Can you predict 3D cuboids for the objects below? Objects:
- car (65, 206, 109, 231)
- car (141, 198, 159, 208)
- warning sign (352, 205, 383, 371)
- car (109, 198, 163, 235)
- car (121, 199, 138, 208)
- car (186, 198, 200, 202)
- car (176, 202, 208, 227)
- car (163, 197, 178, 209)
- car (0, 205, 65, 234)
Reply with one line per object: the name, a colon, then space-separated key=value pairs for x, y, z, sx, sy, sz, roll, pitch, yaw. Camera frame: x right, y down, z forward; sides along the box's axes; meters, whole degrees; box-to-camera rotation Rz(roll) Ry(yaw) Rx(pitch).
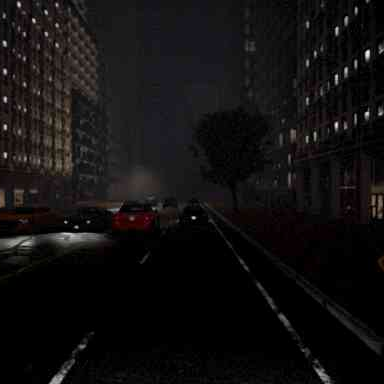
car: x=-6.535 y=1.623 z=21.534 sx=2.033 sy=1.411 sz=5.357 roll=0 pitch=0 yaw=1
car: x=-6.538 y=1.678 z=52.533 sx=2.128 sy=1.511 sz=4.902 roll=0 pitch=0 yaw=0
warning sign: x=2.867 y=1.131 z=4.028 sx=1.300 sy=1.860 sz=1.060 roll=1 pitch=1 yaw=0
car: x=-3.139 y=1.420 z=19.533 sx=2.097 sy=1.767 sz=4.553 roll=0 pitch=0 yaw=0
car: x=-9.790 y=1.788 z=52.433 sx=1.895 sy=1.301 sz=4.718 roll=0 pitch=0 yaw=0
car: x=0.131 y=1.693 z=52.353 sx=1.837 sy=1.490 sz=4.892 roll=0 pitch=0 yaw=0
car: x=0.114 y=1.649 z=23.449 sx=1.994 sy=1.385 sz=4.181 roll=0 pitch=0 yaw=0
car: x=-3.115 y=1.525 z=48.461 sx=2.097 sy=1.767 sz=4.553 roll=0 pitch=0 yaw=0
car: x=-9.799 y=1.548 z=20.104 sx=1.882 sy=1.535 sz=5.008 roll=0 pitch=-1 yaw=1
